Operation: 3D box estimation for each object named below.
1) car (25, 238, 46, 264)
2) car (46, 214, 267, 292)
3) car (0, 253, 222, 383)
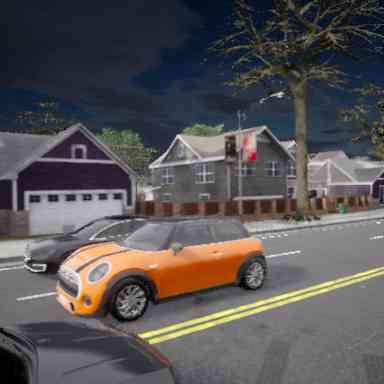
[{"bbox_3d":[-2.315,1.499,10.016,4.892,1.490,1.837,0,0,-35],"label":"car"},{"bbox_3d":[-0.496,1.346,7.322,4.553,1.767,2.097,0,0,-35],"label":"car"},{"bbox_3d":[-2.278,1.505,1.813,4.892,1.490,1.837,0,0,-35],"label":"car"}]
